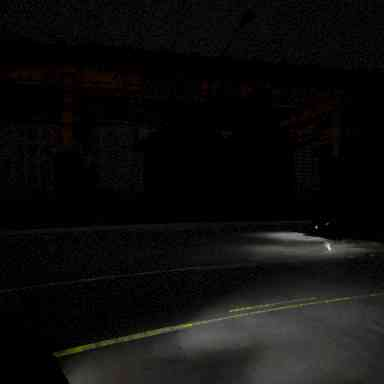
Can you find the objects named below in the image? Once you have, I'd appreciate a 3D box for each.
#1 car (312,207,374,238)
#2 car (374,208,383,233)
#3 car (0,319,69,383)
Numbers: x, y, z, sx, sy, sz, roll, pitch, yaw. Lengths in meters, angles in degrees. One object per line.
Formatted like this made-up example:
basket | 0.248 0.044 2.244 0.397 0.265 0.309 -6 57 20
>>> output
car | 8.645 1.525 17.446 4.674 1.442 1.812 0 0 -11
car | 10.881 1.491 14.336 4.902 1.511 2.128 0 0 -11
car | -3.114 1.601 1.729 4.718 1.301 1.895 0 0 -37
